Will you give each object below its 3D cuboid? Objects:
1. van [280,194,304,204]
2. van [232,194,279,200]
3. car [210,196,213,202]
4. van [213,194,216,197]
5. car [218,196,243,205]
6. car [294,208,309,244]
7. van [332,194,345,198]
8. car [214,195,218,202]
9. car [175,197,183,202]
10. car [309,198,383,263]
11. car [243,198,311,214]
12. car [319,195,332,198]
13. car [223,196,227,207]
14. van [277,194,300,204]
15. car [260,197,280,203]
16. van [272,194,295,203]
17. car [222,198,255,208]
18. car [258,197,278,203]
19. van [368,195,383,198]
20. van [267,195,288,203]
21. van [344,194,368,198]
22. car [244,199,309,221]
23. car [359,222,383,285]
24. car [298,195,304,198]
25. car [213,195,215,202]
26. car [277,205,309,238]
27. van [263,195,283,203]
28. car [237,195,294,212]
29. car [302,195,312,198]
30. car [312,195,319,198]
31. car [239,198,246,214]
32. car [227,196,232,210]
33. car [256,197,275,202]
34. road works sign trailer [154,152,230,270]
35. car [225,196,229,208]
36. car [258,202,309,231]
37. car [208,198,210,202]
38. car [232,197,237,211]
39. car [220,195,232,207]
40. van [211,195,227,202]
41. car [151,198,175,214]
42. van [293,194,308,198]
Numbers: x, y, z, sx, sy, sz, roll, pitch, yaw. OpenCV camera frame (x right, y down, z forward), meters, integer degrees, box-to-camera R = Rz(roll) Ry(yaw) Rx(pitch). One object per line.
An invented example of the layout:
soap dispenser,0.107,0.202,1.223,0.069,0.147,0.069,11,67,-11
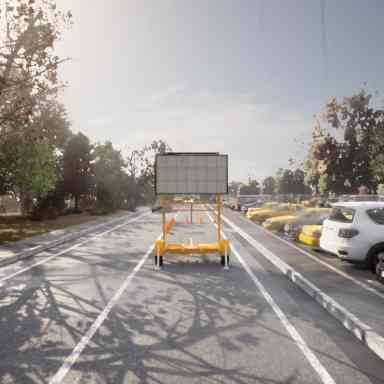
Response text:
van,20.515,1.500,68.385,4.442,1.987,1.878,0,0,0
van,7.187,1.345,37.968,4.442,1.987,1.878,0,0,0
car,7.392,1.513,74.057,5.566,2.045,2.435,0,0,0
van,7.225,1.523,71.282,4.442,1.987,1.878,0,0,0
car,7.242,1.579,62.952,4.553,1.767,2.185,0,0,0
car,7.054,1.568,12.992,5.366,1.575,1.946,0,0,0
van,20.055,1.352,40.561,4.442,1.987,1.878,0,0,0
car,7.043,1.672,57.401,5.366,1.575,1.946,0,0,0
car,-2.968,1.778,70.716,1.882,1.535,5.008,0,-1,0
car,6.874,1.329,10.216,5.566,2.045,2.435,0,0,0
car,7.166,1.530,26.869,5.366,1.575,1.946,0,0,0
car,20.166,1.341,43.329,5.566,2.045,2.435,0,0,0
car,7.109,1.645,46.295,4.792,1.488,2.163,0,0,0
van,20.536,1.515,71.030,4.442,1.987,1.878,0,0,0
car,20.549,2.035,87.627,4.892,1.521,2.231,0,-1,0
van,20.327,1.530,73.935,4.442,1.987,1.878,0,-1,0
car,7.190,1.646,51.847,4.892,1.521,2.231,0,0,0
car,20.572,2.093,90.396,5.008,1.535,2.097,0,-1,0
van,19.996,1.310,32.235,4.442,1.987,1.878,0,0,0
van,20.370,1.630,79.325,4.442,1.987,1.878,0,-1,0
van,20.266,1.337,37.788,4.442,1.987,1.878,0,0,0
car,6.774,1.533,24.220,5.366,1.575,1.946,0,0,0
car,6.828,1.590,7.441,5.008,1.535,2.097,0,0,0
car,20.288,1.692,54.534,4.674,1.452,2.002,0,0,0
car,7.291,1.719,65.728,5.008,1.535,2.097,0,0,0
car,6.897,1.563,15.769,4.892,1.521,2.231,0,0,0
van,20.649,1.749,84.861,4.442,1.987,1.878,0,-1,0
car,7.057,1.418,32.418,4.553,1.767,2.185,0,0,0
car,20.257,1.637,51.639,5.008,1.535,2.097,0,0,0
car,20.189,1.356,46.099,5.566,2.045,2.435,0,0,0
car,6.997,1.536,29.638,4.892,1.521,2.231,0,0,0
car,7.064,1.616,40.743,4.792,1.488,2.163,0,0,0
car,20.596,2.155,93.291,5.008,1.535,2.097,0,-1,0
road works sign trailer,-0.016,0.480,11.138,2.380,3.560,2.880,0,0,-1
car,7.087,1.630,43.519,4.792,1.488,2.163,0,0,0
car,6.728,1.550,18.547,5.366,1.575,1.946,0,0,0
car,7.505,2.105,90.689,5.008,1.535,2.097,0,-1,0
car,7.078,1.586,35.190,4.792,1.488,2.163,0,0,0
car,6.976,1.628,49.073,5.366,1.575,1.946,0,0,0
van,7.638,1.939,93.469,4.442,1.987,1.878,0,-1,0
car,-3.274,1.646,36.482,1.994,1.385,4.181,0,0,0
van,20.425,1.441,57.305,4.442,1.987,1.878,0,0,0
